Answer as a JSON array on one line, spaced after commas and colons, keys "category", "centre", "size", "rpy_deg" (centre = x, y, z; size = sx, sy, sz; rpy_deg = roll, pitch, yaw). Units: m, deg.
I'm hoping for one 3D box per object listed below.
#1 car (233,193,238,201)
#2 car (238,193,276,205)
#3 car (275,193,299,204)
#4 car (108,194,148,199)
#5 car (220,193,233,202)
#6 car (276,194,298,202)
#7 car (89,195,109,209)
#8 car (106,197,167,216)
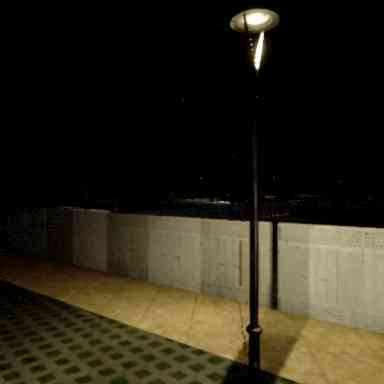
[{"category": "car", "centre": [8.887, 0.860, 51.010], "size": [1.882, 1.535, 5.008], "rpy_deg": [3, 3, 42]}, {"category": "car", "centre": [9.073, 1.110, 46.225], "size": [2.033, 1.411, 5.357], "rpy_deg": [3, 3, 42]}, {"category": "car", "centre": [15.357, 0.984, 53.430], "size": [1.812, 1.442, 4.674], "rpy_deg": [3, 3, 41]}, {"category": "car", "centre": [-5.837, 1.121, 34.432], "size": [1.837, 1.490, 4.892], "rpy_deg": [3, 3, 41]}, {"category": "car", "centre": [6.366, 0.806, 53.067], "size": [1.994, 1.385, 4.181], "rpy_deg": [3, 3, 42]}, {"category": "car", "centre": [12.920, 1.189, 45.656], "size": [1.837, 1.490, 4.892], "rpy_deg": [3, 3, 42]}, {"category": "car", "centre": [-8.784, 1.010, 35.979], "size": [1.812, 1.442, 4.674], "rpy_deg": [3, 3, 41]}, {"category": "car", "centre": [-3.981, 1.463, 26.460], "size": [1.837, 1.490, 4.892], "rpy_deg": [3, 3, 42]}]
